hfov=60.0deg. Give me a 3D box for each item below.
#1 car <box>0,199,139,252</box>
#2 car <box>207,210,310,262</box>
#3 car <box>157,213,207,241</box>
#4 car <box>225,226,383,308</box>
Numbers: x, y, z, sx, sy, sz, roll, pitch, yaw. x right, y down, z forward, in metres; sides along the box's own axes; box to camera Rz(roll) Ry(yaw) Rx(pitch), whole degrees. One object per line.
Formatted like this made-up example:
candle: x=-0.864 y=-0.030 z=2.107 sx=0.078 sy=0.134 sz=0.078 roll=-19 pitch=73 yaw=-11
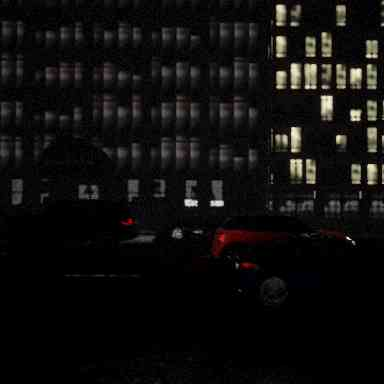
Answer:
car: x=-5.071 y=1.324 z=14.179 sx=5.566 sy=2.045 sz=2.150 roll=1 pitch=0 yaw=0
car: x=2.920 y=1.485 z=10.790 sx=4.553 sy=1.767 sz=2.097 roll=1 pitch=-1 yaw=0
car: x=0.916 y=1.788 z=17.476 sx=5.357 sy=1.411 sz=2.033 roll=1 pitch=-1 yaw=0
car: x=3.021 y=1.644 z=7.522 sx=4.181 sy=1.385 sz=1.994 roll=0 pitch=0 yaw=0
